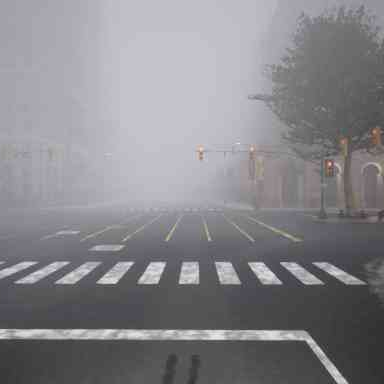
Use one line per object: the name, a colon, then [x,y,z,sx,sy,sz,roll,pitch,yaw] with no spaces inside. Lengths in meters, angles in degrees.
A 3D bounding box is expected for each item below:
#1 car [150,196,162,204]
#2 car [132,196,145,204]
car: [-6.605,1.525,62.299,1.812,1.442,4.674,0,0,1]
car: [-10.096,1.525,62.667,1.812,1.442,4.674,0,0,1]
